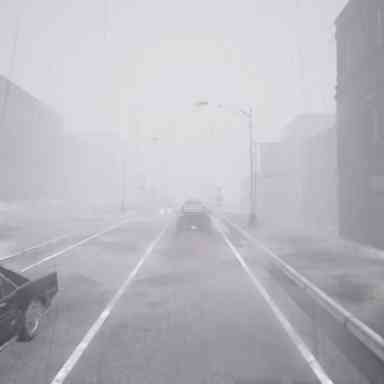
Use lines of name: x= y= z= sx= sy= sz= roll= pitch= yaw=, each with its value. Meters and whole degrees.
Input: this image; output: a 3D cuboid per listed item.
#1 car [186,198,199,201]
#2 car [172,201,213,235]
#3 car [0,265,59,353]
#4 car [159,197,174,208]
car: x=0.085 y=1.462 z=36.616 sx=1.837 sy=1.490 sz=4.892 roll=0 pitch=0 yaw=0
car: x=0.095 y=1.475 z=18.547 sx=1.837 sy=1.490 sz=4.892 roll=0 pitch=0 yaw=0
car: x=-3.282 y=1.602 z=3.697 sx=1.895 sy=1.301 sz=4.718 roll=0 pitch=0 yaw=0
car: x=-3.535 y=1.458 z=46.511 sx=2.128 sy=1.511 sz=4.902 roll=0 pitch=0 yaw=0
